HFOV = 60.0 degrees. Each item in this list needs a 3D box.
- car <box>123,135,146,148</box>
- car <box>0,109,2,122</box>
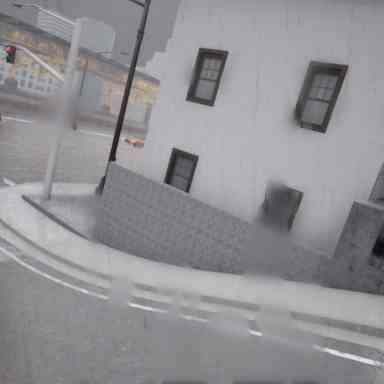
[{"bbox_3d":[-7.486,-7.236,47.384,2.097,1.767,4.553,24,13,35],"label":"car"},{"bbox_3d":[-20.282,-7.523,30.128,2.150,2.045,5.566,24,13,34],"label":"car"}]
